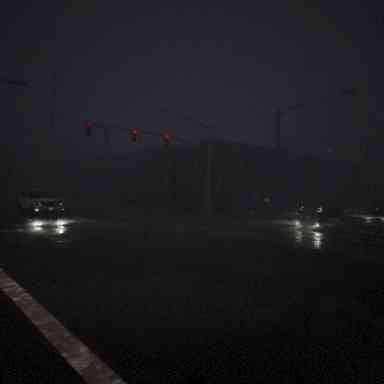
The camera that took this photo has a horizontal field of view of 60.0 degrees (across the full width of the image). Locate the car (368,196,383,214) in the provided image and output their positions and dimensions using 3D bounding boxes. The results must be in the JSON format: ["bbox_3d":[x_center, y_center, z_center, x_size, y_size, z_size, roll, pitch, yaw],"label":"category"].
[{"bbox_3d":[21.247,1.417,36.151,5.566,2.045,2.150,1,0,-40],"label":"car"}]

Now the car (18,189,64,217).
[{"bbox_3d":[-11.804,0.778,25.809,2.150,2.045,5.566,1,1,-40],"label":"car"}]

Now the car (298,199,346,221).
[{"bbox_3d":[10.662,1.382,27.204,4.553,1.767,2.097,1,1,-40],"label":"car"}]
